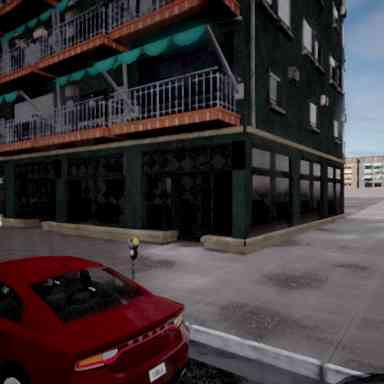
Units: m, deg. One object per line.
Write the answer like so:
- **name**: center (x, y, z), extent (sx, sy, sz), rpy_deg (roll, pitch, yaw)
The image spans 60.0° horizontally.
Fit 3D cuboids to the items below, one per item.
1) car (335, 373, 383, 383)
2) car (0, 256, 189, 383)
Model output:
- **car**: center (2.450, 1.567, 1.126), extent (4.313, 1.339, 1.947), rpy_deg (0, 0, 36)
- **car**: center (-2.134, 1.541, 4.407), extent (4.507, 1.381, 1.887), rpy_deg (0, 0, 36)
